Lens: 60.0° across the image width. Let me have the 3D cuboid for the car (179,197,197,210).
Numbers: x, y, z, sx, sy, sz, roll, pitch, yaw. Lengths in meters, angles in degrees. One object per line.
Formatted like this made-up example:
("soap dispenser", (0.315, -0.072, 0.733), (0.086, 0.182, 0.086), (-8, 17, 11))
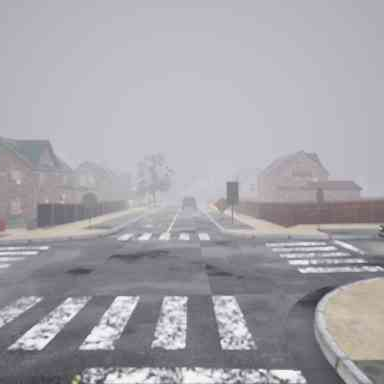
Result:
("car", (-0.467, 1.734, 52.190), (2.150, 2.045, 5.566), (0, -1, -1))

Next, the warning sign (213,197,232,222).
("warning sign", (2.378, 1.330, 26.222), (1.300, 1.860, 1.060), (2, 1, -1))

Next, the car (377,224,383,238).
("car", (10.526, 1.418, 13.426), (5.357, 1.411, 2.033), (-1, 1, -1))
